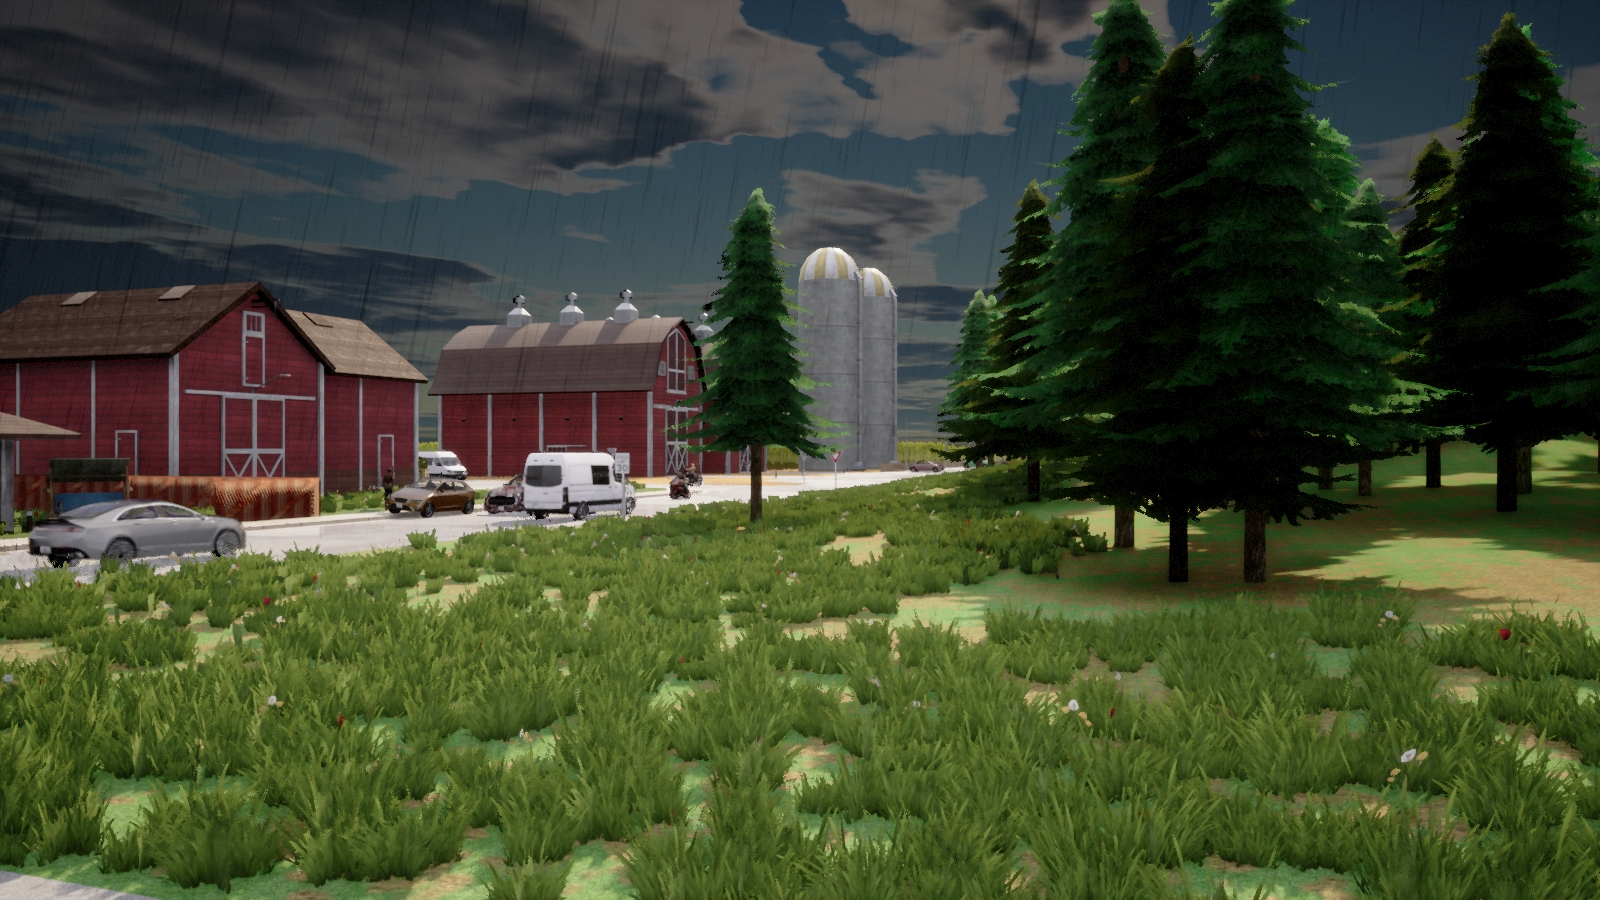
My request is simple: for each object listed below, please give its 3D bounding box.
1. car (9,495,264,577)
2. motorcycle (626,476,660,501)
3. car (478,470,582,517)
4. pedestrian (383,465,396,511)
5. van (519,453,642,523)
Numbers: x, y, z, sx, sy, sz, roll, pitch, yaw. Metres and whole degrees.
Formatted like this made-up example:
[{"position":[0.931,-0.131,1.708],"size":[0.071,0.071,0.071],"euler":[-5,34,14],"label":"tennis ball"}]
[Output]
[{"position":[-15.197,1.907,26.545],"size":[2.128,1.511,4.902],"euler":[0,0,20],"label":"car"},{"position":[-8.482,2.065,61.695],"size":[0.867,1.251,2.209],"euler":[0,0,20],"label":"motorcycle"},{"position":[-11.213,1.766,47.775],"size":[2.097,1.767,4.553],"euler":[0,0,20],"label":"car"},{"position":[-16.917,1.555,47.072],"size":[0.375,1.860,0.375],"euler":[0,0,6],"label":"pedestrian"},{"position":[-8.511,1.395,44.973],"size":[1.988,2.561,5.915],"euler":[0,0,20],"label":"van"}]
